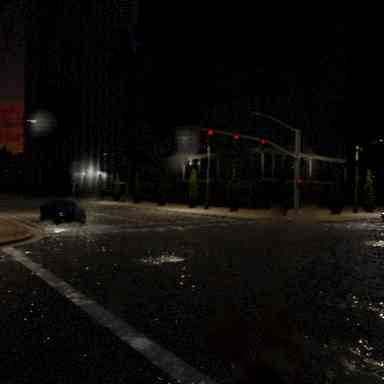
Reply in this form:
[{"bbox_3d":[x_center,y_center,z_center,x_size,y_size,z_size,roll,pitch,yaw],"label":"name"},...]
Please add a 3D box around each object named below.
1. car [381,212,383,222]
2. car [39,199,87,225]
[{"bbox_3d":[17.304,1.842,27.012,4.718,1.301,1.895,1,0,-36],"label":"car"},{"bbox_3d":[-8.709,1.280,22.290,1.882,1.535,5.008,1,0,-39],"label":"car"}]
